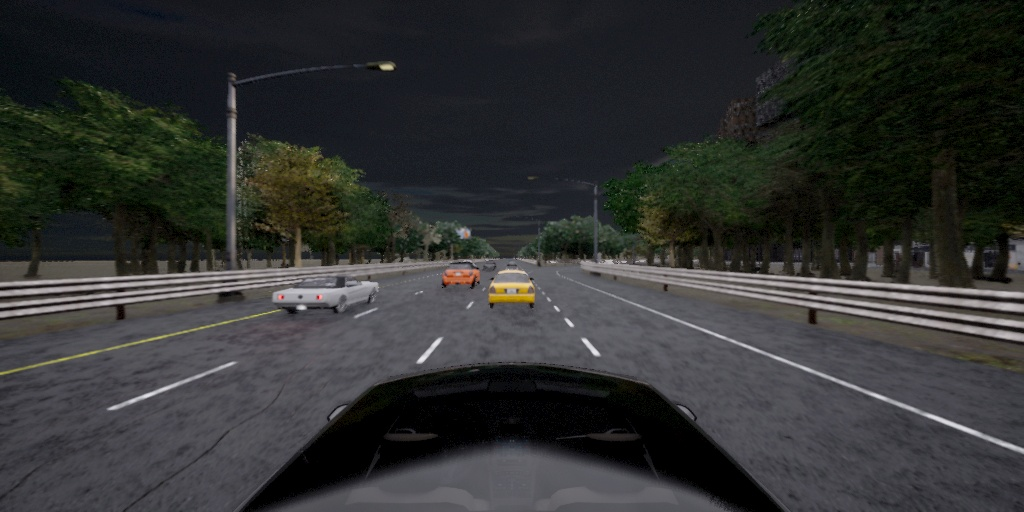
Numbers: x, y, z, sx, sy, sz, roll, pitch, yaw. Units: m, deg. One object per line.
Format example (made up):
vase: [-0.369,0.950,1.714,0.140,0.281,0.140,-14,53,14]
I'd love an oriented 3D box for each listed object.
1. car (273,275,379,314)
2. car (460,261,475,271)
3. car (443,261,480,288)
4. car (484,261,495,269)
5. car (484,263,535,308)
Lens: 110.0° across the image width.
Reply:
car: [-6.902,1.401,13.990,1.895,1.301,4.718,0,0,0]
car: [-6.911,1.499,56.571,1.812,1.442,4.674,0,0,0]
car: [-3.405,1.196,24.844,2.097,1.767,4.553,0,0,0]
car: [-3.412,1.465,56.552,2.128,1.511,4.902,0,0,0]
car: [-0.009,1.262,15.576,1.801,1.575,5.366,0,0,0]
